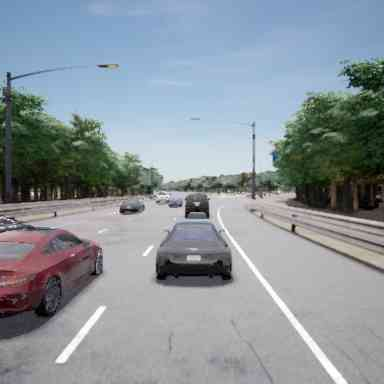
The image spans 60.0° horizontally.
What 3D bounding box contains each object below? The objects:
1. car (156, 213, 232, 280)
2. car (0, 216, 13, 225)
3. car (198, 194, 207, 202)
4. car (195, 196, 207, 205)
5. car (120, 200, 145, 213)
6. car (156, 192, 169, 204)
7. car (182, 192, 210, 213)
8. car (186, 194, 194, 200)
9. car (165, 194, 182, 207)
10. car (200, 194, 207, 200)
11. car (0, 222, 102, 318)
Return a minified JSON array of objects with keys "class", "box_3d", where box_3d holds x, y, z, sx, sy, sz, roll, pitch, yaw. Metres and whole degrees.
[{"class":"car","box_3d":[0.066,1.555,9.978,1.994,1.385,4.181,0,0,1]},{"class":"car","box_3d":[-6.849,1.473,10.734,2.128,1.511,4.902,0,0,1]},{"class":"car","box_3d":[2.239,1.292,70.496,1.837,1.490,4.892,0,0,3]},{"class":"car","box_3d":[1.583,1.419,56.332,1.994,1.385,4.181,0,0,3]},{"class":"car","box_3d":[-6.257,1.495,35.244,1.994,1.385,4.181,0,0,2]},{"class":"car","box_3d":[-5.135,1.046,60.720,2.150,2.045,5.566,0,0,3]},{"class":"car","box_3d":[0.512,1.173,30.878,2.150,2.045,5.566,0,0,2]},{"class":"car","box_3d":[-0.571,1.268,86.668,1.812,1.442,4.674,0,0,2]},{"class":"car","box_3d":[-2.254,1.429,48.867,2.033,1.411,5.357,0,0,3]},{"class":"car","box_3d":[3.047,1.242,90.313,1.837,1.490,4.892,0,0,2]},{"class":"car","box_3d":[-3.385,1.515,7.278,1.812,1.442,4.674,0,0,1]}]
